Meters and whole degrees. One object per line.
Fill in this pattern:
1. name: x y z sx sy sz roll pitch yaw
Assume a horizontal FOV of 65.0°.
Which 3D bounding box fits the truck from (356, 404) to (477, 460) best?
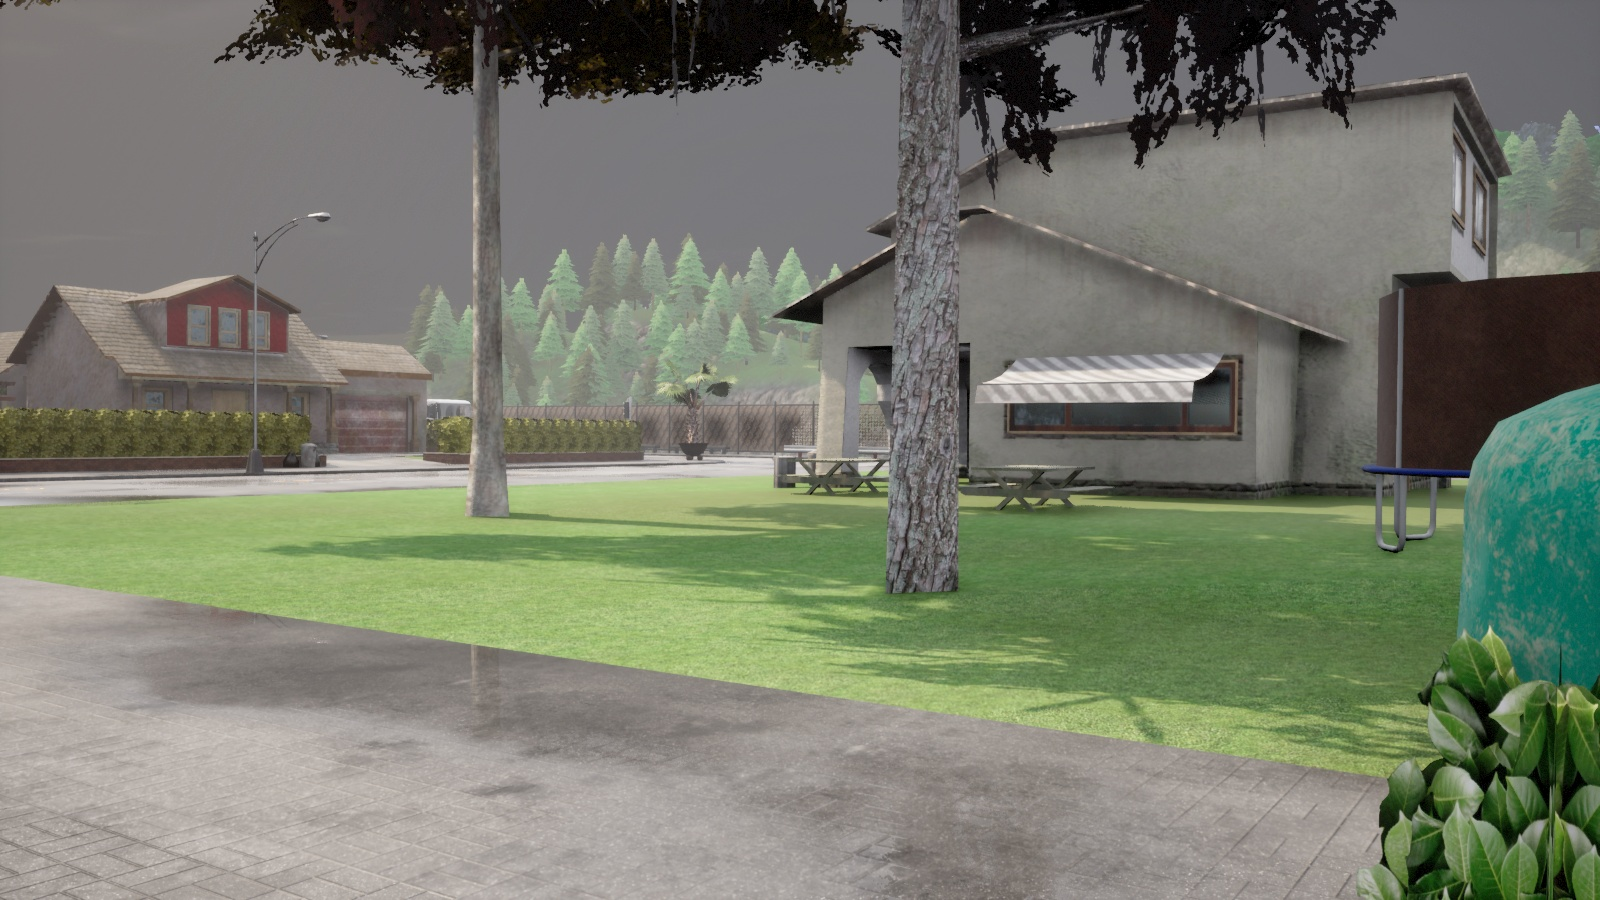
1. truck: -24.410 -1.120 79.860 7.936 3.462 2.891 0 1 33
